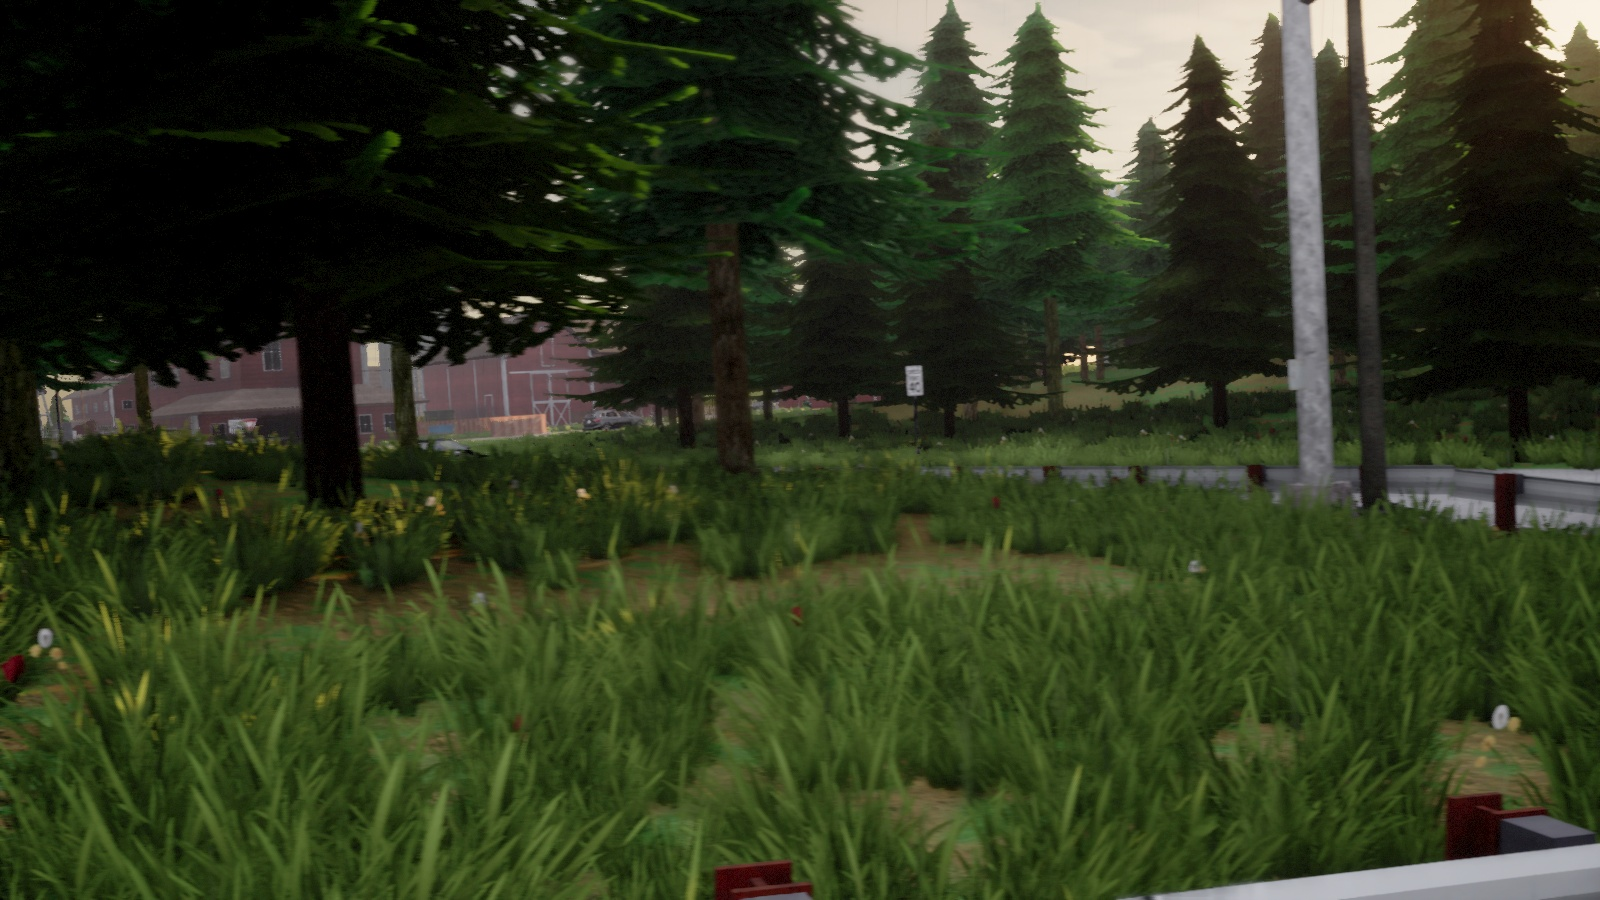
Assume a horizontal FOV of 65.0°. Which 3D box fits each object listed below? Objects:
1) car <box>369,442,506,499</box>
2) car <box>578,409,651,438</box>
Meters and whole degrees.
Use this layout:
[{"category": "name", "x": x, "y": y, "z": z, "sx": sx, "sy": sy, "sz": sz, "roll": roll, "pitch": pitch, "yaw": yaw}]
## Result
[{"category": "car", "x": -10.541, "y": 0.606, "z": 36.372, "sx": 1.994, "sy": 1.385, "sz": 4.181, "roll": -7, "pitch": 3, "yaw": -43}, {"category": "car", "x": -13.277, "y": -1.891, "z": 90.092, "sx": 4.611, "sy": 1.667, "sz": 2.242, "roll": -7, "pitch": 3, "yaw": -43}]
